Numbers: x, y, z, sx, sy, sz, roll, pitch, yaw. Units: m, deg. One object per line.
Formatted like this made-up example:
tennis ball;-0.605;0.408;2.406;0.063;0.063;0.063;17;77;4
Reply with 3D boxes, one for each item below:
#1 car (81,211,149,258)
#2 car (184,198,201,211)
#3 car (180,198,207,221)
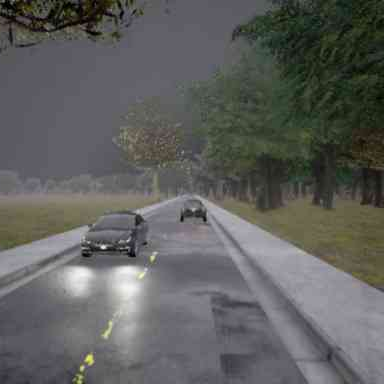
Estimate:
car;-2.819;1.545;13.055;1.837;1.490;4.892;0;-1;0
car;0.112;1.598;44.154;2.128;1.511;4.902;0;0;0
car;0.108;1.424;27.954;2.097;1.767;4.553;0;0;0
